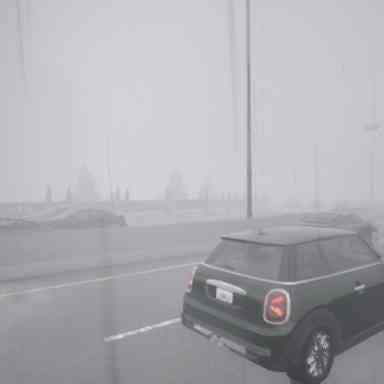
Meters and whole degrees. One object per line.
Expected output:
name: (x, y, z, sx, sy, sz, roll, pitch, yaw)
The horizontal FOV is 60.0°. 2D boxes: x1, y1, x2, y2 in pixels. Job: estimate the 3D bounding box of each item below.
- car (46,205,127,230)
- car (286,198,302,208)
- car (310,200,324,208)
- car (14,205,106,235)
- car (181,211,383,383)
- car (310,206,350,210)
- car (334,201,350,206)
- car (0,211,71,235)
car: (-5.882, 1.553, 17.393, 5.008, 1.535, 1.882, 0, 0, -40)
car: (16.300, 1.676, 53.026, 2.097, 1.767, 4.553, 0, -1, 22)
car: (18.678, 1.828, 49.536, 2.033, 1.411, 5.357, 0, -1, 25)
car: (-7.909, 1.596, 20.251, 4.892, 1.490, 1.837, 0, 0, -40)
car: (2.093, 1.368, 5.642, 4.553, 1.767, 2.097, 0, 0, -38)
car: (5.947, 1.546, 13.615, 4.892, 1.490, 1.837, 0, 0, -43)
car: (19.899, 1.827, 44.059, 1.895, 1.301, 4.718, 0, -1, 27)
car: (-6.959, 1.620, 12.122, 4.181, 1.385, 1.994, 0, 0, -37)
